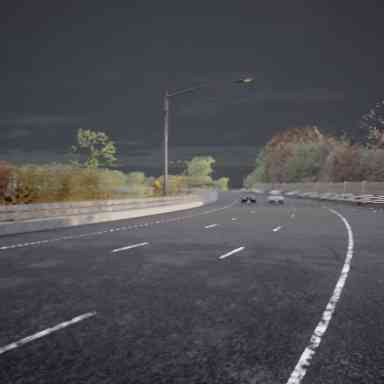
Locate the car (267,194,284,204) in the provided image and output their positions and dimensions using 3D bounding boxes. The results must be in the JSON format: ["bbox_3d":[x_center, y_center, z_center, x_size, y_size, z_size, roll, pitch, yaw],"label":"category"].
[{"bbox_3d":[11.392,0.869,45.588,1.895,1.301,4.718,1,1,9],"label":"car"}]

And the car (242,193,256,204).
[{"bbox_3d":[7.740,0.831,45.024,1.895,1.301,4.718,1,1,10],"label":"car"}]
